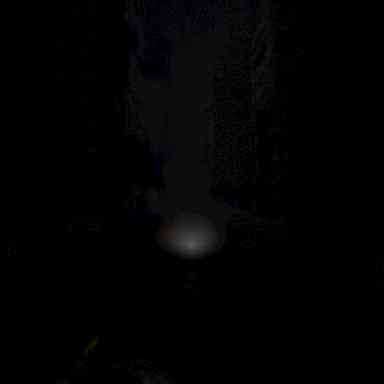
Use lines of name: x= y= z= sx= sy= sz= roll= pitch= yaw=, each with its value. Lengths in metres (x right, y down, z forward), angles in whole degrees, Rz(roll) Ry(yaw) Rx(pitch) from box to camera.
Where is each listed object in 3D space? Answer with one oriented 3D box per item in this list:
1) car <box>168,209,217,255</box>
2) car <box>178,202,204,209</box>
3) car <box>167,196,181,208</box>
car: x=0.021 y=1.661 z=13.907 sx=1.812 sy=1.442 sz=4.674 roll=0 pitch=0 yaw=0
car: x=0.018 y=1.802 z=28.904 sx=1.812 sy=1.442 sz=4.674 roll=0 pitch=0 yaw=1
car: x=-3.022 y=1.758 z=57.523 sx=2.150 sy=2.045 sz=5.566 roll=0 pitch=-1 yaw=0
